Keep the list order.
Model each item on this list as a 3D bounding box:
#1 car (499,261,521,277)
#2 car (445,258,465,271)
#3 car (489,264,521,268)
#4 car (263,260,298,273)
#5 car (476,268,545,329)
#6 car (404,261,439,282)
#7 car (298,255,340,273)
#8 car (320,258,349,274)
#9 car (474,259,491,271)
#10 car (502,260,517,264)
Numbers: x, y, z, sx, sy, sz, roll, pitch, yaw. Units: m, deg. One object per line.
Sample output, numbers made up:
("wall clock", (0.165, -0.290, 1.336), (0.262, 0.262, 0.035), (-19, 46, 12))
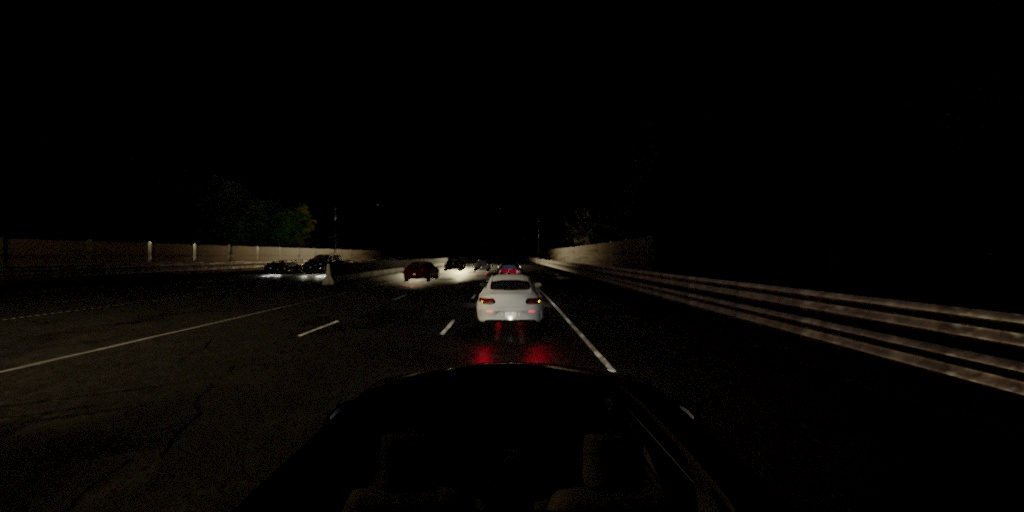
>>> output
("car", (-0.188, 1.229, 35.082), (1.994, 1.385, 4.181), (0, 0, 0))
("car", (-7.311, 0.987, 46.538), (2.097, 1.767, 4.553), (0, 0, -1))
("car", (-0.130, 1.302, 20.743), (1.895, 1.301, 4.718), (0, 0, -1))
("car", (-24.887, 1.131, 38.927), (1.994, 1.385, 4.181), (0, -1, 0))
("car", (-0.051, 1.252, 11.034), (1.812, 1.442, 4.674), (0, 0, 0))
("car", (-7.110, 1.159, 28.498), (1.882, 1.535, 5.008), (0, 0, 0))
("car", (-21.392, 0.875, 40.799), (2.150, 2.045, 5.566), (0, 0, 0))
("car", (-17.880, 1.223, 37.728), (1.994, 1.385, 4.181), (0, 0, 0))
("car", (-3.812, 1.161, 46.628), (1.812, 1.442, 4.674), (0, 0, -1))
("car", (-0.217, 1.247, 27.737), (1.994, 1.385, 4.181), (0, 0, 0))
